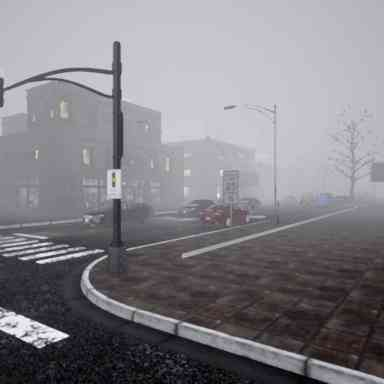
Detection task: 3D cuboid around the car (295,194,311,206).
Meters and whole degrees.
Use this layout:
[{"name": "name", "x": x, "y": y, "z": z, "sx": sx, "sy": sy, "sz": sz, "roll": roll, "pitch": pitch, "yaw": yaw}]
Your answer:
[{"name": "car", "x": 16.357, "y": 1.267, "z": 46.494, "sx": 1.895, "sy": 1.301, "sz": 4.718, "roll": 0, "pitch": 0, "yaw": 35}]

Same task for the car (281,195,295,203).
[{"name": "car", "x": 16.602, "y": 1.197, "z": 57.033, "sx": 1.802, "sy": 1.307, "sz": 4.206, "roll": 0, "pitch": 1, "yaw": 35}]

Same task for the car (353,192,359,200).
[{"name": "car", "x": 26.638, "y": 1.113, "z": 56.823, "sx": 1.887, "sy": 1.381, "sz": 4.507, "roll": 0, "pitch": 1, "yaw": 35}]

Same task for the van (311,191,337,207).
[{"name": "van", "x": 17.224, "y": 1.019, "z": 43.176, "sx": 1.690, "sy": 1.788, "sz": 3.998, "roll": 0, "pitch": 1, "yaw": 35}]

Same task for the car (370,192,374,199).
[{"name": "car", "x": 39.191, "y": 0.970, "z": 75.017, "sx": 1.887, "sy": 1.381, "sz": 4.507, "roll": 0, "pitch": 1, "yaw": 35}]

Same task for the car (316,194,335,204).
[{"name": "car", "x": 22.180, "y": 1.076, "z": 54.948, "sx": 1.882, "sy": 1.535, "sz": 5.008, "roll": 0, "pitch": 0, "yaw": 34}]

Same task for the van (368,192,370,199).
[{"name": "van", "x": 36.053, "y": 0.802, "z": 70.466, "sx": 1.690, "sy": 1.788, "sz": 3.998, "roll": 0, "pitch": 1, "yaw": 35}]

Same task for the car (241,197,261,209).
[{"name": "car", "x": 6.296, "y": 1.284, "z": 37.534, "sx": 1.812, "sy": 1.442, "sz": 4.674, "roll": 0, "pitch": 0, "yaw": 35}]

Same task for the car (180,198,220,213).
[{"name": "car", "x": 0.911, "y": 1.351, "z": 34.291, "sx": 2.008, "sy": 1.369, "sz": 4.403, "roll": 0, "pitch": 1, "yaw": 35}]

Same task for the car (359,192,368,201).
[{"name": "car", "x": 32.915, "y": 0.936, "z": 65.919, "sx": 1.967, "sy": 1.590, "sz": 4.097, "roll": 0, "pitch": 1, "yaw": 35}]

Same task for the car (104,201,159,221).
[{"name": "car", "x": -4.691, "y": 1.448, "z": 26.173, "sx": 1.802, "sy": 1.307, "sz": 4.206, "roll": 0, "pitch": 1, "yaw": 35}]

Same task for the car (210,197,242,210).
[{"name": "car", "x": 4.049, "y": 1.328, "z": 38.840, "sx": 1.947, "sy": 1.339, "sz": 4.313, "roll": 0, "pitch": 1, "yaw": 35}]

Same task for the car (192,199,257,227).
[{"name": "car", "x": 2.207, "y": 1.401, "z": 21.413, "sx": 1.887, "sy": 1.381, "sz": 4.507, "roll": 0, "pitch": 1, "yaw": 35}]

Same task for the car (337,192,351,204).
[{"name": "car", "x": 23.500, "y": 1.170, "z": 52.274, "sx": 1.947, "sy": 1.339, "sz": 4.313, "roll": 0, "pitch": 1, "yaw": 35}]

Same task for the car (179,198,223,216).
[{"name": "car", "x": 0.733, "y": 1.350, "z": 29.477, "sx": 1.812, "sy": 1.442, "sz": 4.674, "roll": 0, "pitch": 0, "yaw": 35}]

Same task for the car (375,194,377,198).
[{"name": "car", "x": 45.468, "y": 0.796, "z": 84.113, "sx": 1.967, "sy": 1.590, "sz": 4.097, "roll": 0, "pitch": 1, "yaw": 35}]

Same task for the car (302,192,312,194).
[{"name": "car", "x": 22.878, "y": 0.858, "z": 66.129, "sx": 2.192, "sy": 1.841, "sz": 5.009, "roll": 0, "pitch": 1, "yaw": 35}]

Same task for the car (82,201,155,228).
[{"name": "car", "x": -4.769, "y": 1.381, "z": 21.508, "sx": 2.128, "sy": 1.511, "sz": 4.902, "roll": 0, "pitch": 0, "yaw": 35}]
